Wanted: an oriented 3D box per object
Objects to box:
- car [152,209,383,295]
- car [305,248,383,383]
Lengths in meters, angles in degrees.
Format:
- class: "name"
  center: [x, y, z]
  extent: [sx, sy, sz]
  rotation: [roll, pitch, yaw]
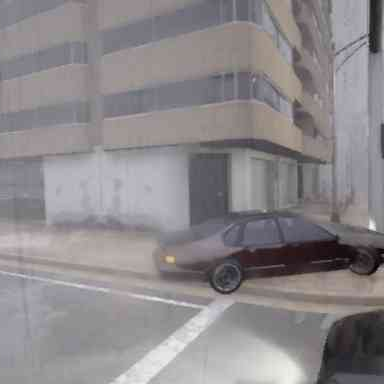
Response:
- class: "car"
  center: [1.803, 1.123, 7.486]
  extent: [5.357, 1.411, 2.033]
  rotation: [-3, 4, -10]
- class: "car"
  center: [2.918, 1.408, 2.045]
  extent: [4.181, 1.385, 1.994]
  rotation: [0, 2, 28]
